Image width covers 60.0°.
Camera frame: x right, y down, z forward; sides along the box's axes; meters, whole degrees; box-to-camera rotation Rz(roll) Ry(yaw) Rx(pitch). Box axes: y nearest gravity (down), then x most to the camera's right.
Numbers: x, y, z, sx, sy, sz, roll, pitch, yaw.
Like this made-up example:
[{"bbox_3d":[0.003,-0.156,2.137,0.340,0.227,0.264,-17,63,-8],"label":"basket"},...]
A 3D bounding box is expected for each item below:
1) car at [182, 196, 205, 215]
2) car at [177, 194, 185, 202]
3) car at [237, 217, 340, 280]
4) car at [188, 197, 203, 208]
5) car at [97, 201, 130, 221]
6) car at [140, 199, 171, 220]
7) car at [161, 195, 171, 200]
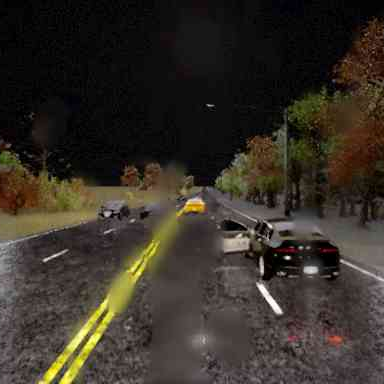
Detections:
[{"bbox_3d":[0.329,1.497,34.676,1.882,1.535,5.008,0,0,2],"label":"car"},{"bbox_3d":[-2.107,1.298,69.459,1.837,1.490,4.892,0,0,2],"label":"car"},{"bbox_3d":[2.687,1.515,9.916,1.837,1.490,4.892,0,0,0],"label":"car"},{"bbox_3d":[0.573,1.505,48.659,2.128,1.511,4.902,0,0,2],"label":"car"},{"bbox_3d":[-6.417,1.509,27.714,2.128,1.511,4.902,0,0,1],"label":"car"},{"bbox_3d":[-3.161,1.582,28.158,1.994,1.385,4.181,0,0,1],"label":"car"},{"bbox_3d":[-5.369,1.345,69.153,2.128,1.511,4.902,0,0,2],"label":"car"}]
